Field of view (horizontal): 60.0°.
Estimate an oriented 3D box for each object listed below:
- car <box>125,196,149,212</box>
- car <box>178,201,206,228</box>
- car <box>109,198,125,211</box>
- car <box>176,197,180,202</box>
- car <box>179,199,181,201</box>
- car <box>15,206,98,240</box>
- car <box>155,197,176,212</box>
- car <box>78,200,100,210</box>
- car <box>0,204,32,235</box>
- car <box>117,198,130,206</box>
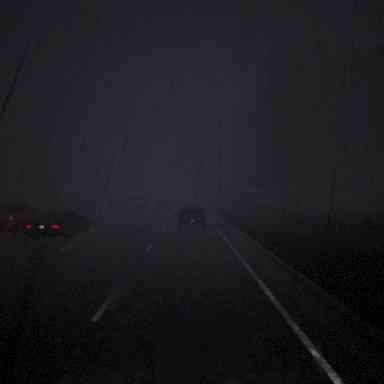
[{"bbox_3d":[-7.120,1.566,45.059,2.150,2.045,5.566,0,0,0],"label":"car"},{"bbox_3d":[0.004,1.671,23.720,2.128,1.511,4.902,0,0,0],"label":"car"},{"bbox_3d":[-10.636,1.871,47.768,1.837,1.490,4.892,0,0,0],"label":"car"},{"bbox_3d":[-3.975,2.151,89.241,1.882,1.535,5.008,0,0,0],"label":"car"},{"bbox_3d":[-0.148,1.798,40.627,2.128,1.511,4.902,0,0,0],"label":"car"},{"bbox_3d":[-6.961,1.686,17.873,2.033,1.411,5.357,0,0,0],"label":"car"},{"bbox_3d":[-3.609,1.679,43.299,2.097,1.767,4.553,0,-1,0],"label":"car"},{"bbox_3d":[-14.123,1.854,45.658,1.837,1.490,4.892,0,-1,0],"label":"car"},{"bbox_3d":[-10.475,1.506,19.847,2.097,1.767,4.553,0,-1,0],"label":"car"},{"bbox_3d":[-14.365,2.034,70.077,1.837,1.490,4.892,0,0,0],"label":"car"}]
